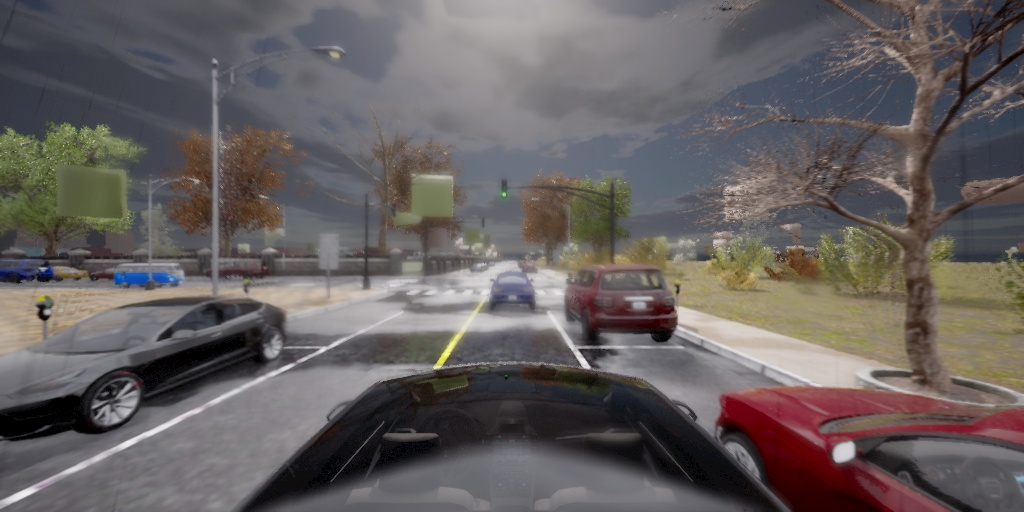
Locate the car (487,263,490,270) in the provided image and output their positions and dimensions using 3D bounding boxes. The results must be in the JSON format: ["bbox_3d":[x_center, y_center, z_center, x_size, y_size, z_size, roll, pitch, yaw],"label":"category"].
[{"bbox_3d":[-5.305,1.901,60.546,1.948,1.339,4.313,0,0,0],"label":"car"}]

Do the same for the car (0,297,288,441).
[{"bbox_3d":[-5.387,1.354,5.570,1.948,1.339,4.313,0,0,0],"label":"car"}]

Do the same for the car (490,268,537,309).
[{"bbox_3d":[-0.002,1.415,15.732,1.812,1.442,4.674,0,0,-1],"label":"car"}]

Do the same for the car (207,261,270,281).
[{"bbox_3d":[-25.666,1.377,33.846,5.009,1.841,2.192,0,0,-1],"label":"car"}]

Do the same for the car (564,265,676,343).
[{"bbox_3d":[2.696,1.146,9.908,2.192,1.841,5.009,0,0,0],"label":"car"}]

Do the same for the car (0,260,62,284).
[{"bbox_3d":[-43.081,1.326,30.846,5.566,2.045,2.150,0,0,-1],"label":"car"}]

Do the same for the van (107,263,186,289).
[{"bbox_3d":[-25.818,1.427,25.673,3.998,1.789,1.690,0,0,-1],"label":"van"}]

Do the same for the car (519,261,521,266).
[{"bbox_3d":[2.576,1.880,60.541,1.888,1.381,4.507,0,0,0],"label":"car"}]

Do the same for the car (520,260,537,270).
[{"bbox_3d":[2.629,1.688,51.841,1.967,1.591,4.097,0,0,0],"label":"car"}]

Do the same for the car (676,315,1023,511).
[{"bbox_3d":[2.580,1.291,1.272,1.888,1.381,4.507,0,0,0],"label":"car"}]

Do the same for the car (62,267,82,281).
[{"bbox_3d":[-42.710,1.617,33.558,4.829,1.417,1.751,0,0,-1],"label":"car"}]

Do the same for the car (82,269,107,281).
[{"bbox_3d":[-36.915,1.664,33.656,4.207,1.307,1.802,0,0,-1],"label":"car"}]

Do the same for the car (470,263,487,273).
[{"bbox_3d":[-5.308,1.844,54.859,1.948,1.339,4.313,0,0,0],"label":"car"}]
